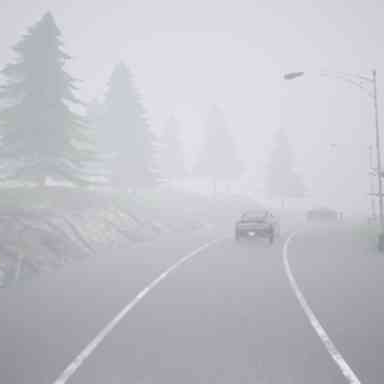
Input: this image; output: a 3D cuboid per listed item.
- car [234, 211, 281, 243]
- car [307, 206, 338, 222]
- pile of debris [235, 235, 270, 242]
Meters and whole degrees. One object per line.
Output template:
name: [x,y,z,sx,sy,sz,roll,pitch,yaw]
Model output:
car: [3.497,1.724,17.362,2.128,1.511,4.902,-2,-2,19]
car: [13.675,2.260,34.855,1.882,1.535,5.008,-5,-5,39]
pile of debris: [3.192,2.422,17.462,1.500,0.140,1.860,-2,-2,20]
